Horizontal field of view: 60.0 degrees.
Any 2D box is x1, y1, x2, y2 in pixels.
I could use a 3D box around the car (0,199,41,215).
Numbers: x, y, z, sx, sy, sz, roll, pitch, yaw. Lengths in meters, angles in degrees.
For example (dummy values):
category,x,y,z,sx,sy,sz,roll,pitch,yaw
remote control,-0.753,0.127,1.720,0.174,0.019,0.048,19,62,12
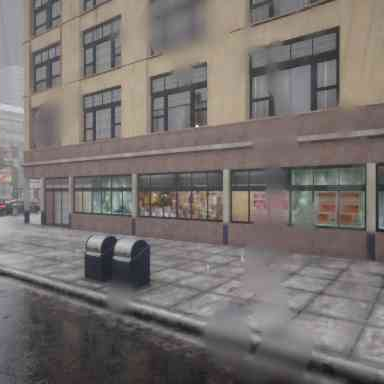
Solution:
category,x,y,z,sx,sy,sz,roll,pitch,yaw
car,-16.729,1.505,33.378,1.837,1.490,4.892,0,0,36
